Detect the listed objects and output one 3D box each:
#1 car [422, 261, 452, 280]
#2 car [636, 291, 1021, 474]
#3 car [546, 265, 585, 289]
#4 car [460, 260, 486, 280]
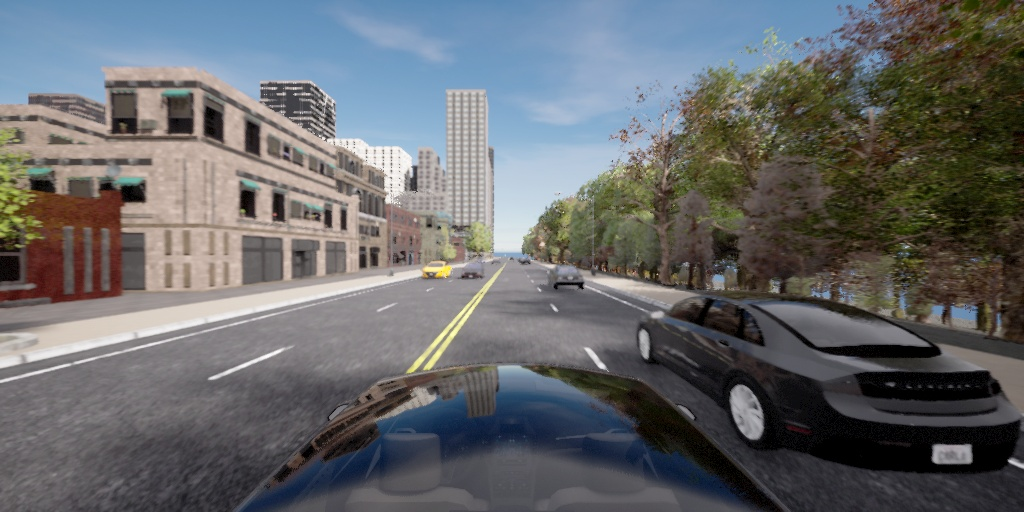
[{"bbox_3d":[-6.592,1.223,31.746,1.882,1.535,5.008,0,0,0],"label":"car"},{"bbox_3d":[3.348,1.256,5.156,1.837,1.490,4.892,0,0,0],"label":"car"},{"bbox_3d":[3.322,1.295,22.888,2.033,1.411,5.357,0,0,0],"label":"car"},{"bbox_3d":[-3.343,1.293,31.904,2.033,1.411,5.357,0,0,0],"label":"car"}]
